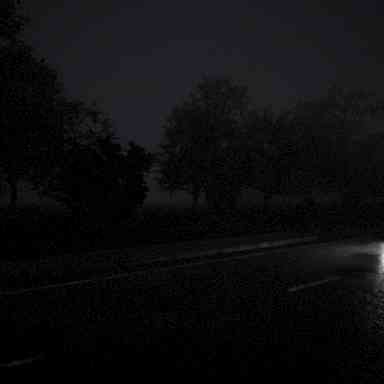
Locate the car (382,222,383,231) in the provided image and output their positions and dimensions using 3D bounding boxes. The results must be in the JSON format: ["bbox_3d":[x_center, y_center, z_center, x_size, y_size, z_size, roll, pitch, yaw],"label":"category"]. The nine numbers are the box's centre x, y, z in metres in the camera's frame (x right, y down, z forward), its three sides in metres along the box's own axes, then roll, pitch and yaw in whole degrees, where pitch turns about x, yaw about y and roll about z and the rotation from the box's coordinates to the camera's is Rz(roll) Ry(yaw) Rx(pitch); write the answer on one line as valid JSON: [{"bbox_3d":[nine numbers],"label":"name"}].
[{"bbox_3d":[11.316,1.611,16.346,4.718,1.301,1.895,0,0,-35],"label":"car"}]
